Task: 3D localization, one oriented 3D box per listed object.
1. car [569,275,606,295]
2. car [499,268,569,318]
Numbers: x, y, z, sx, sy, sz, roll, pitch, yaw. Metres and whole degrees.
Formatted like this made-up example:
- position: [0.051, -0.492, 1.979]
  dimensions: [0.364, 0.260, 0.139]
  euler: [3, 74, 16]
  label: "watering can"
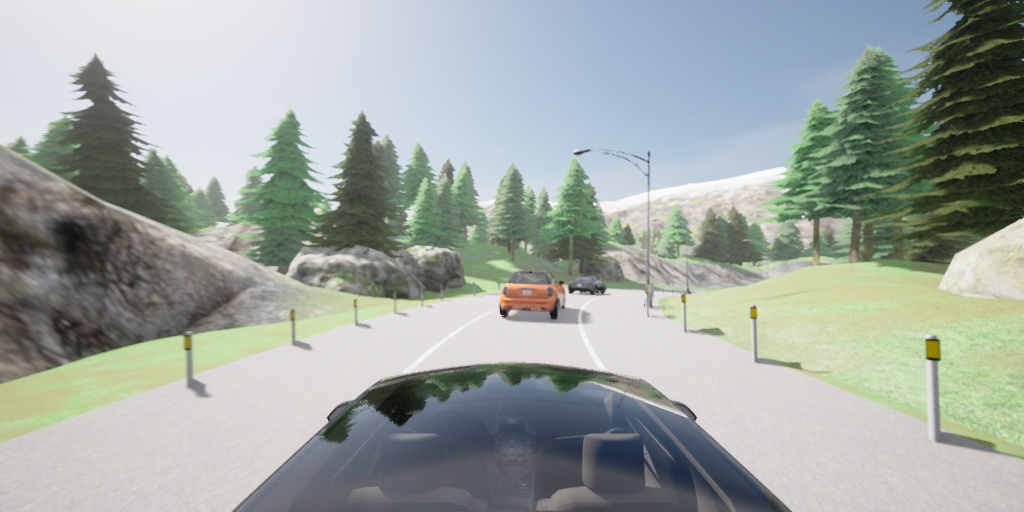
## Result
- position: [5.778, 2.181, 27.284]
  dimensions: [1.994, 1.385, 4.181]
  euler: [0, -3, 29]
  label: "car"
- position: [0.973, 1.354, 14.397]
  dimensions: [2.097, 1.767, 4.553]
  euler: [0, -2, 13]
  label: "car"
